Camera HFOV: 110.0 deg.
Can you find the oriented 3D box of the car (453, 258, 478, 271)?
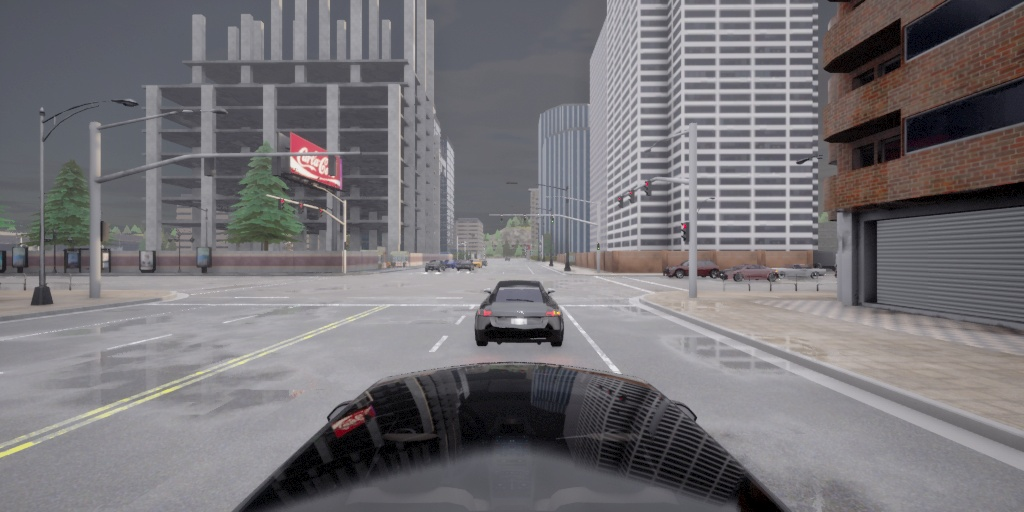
[{"bbox_3d":[-6.269,1.297,49.073,2.033,1.411,5.357,0,0,1],"label":"car"}]

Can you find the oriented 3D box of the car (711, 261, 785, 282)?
[{"bbox_3d":[18.805,1.314,28.738,4.181,1.385,1.994,0,0,1],"label":"car"}]

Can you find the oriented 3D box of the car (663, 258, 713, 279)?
[{"bbox_3d":[16.081,1.102,32.273,4.553,1.767,2.097,0,0,1],"label":"car"}]

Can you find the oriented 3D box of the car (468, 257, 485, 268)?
[{"bbox_3d":[-6.066,1.227,59.381,1.882,1.535,5.008,0,0,1],"label":"car"}]

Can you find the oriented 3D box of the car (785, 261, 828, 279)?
[{"bbox_3d":[25.074,1.351,32.153,4.718,1.301,1.895,0,0,1],"label":"car"}]

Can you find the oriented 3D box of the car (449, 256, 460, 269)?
[{"bbox_3d":[-9.641,1.227,55.685,1.882,1.535,5.008,0,0,1],"label":"car"}]

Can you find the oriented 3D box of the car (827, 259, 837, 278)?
[{"bbox_3d":[28.691,1.228,28.597,5.008,1.535,1.882,0,0,1],"label":"car"}]

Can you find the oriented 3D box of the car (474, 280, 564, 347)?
[{"bbox_3d":[0.192,1.314,9.372,1.994,1.385,4.181,0,0,1],"label":"car"}]

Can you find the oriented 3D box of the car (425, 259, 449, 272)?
[{"bbox_3d":[-9.820,1.255,46.191,1.837,1.490,4.892,0,0,1],"label":"car"}]
